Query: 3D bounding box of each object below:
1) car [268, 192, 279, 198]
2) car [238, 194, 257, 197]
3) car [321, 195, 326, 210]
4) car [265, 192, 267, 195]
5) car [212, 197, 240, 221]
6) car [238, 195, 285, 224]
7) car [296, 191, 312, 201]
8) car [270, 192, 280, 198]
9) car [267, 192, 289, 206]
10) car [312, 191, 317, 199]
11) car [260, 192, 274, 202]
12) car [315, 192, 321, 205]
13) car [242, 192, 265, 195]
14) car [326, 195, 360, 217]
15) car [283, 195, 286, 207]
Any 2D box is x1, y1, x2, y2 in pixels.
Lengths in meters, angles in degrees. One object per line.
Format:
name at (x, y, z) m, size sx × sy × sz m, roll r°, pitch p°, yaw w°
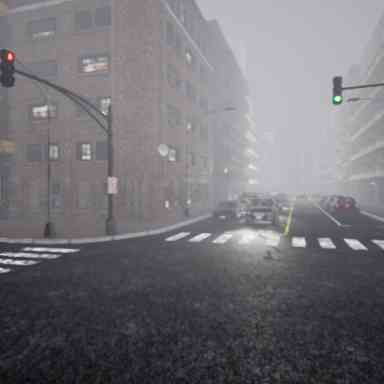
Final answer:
car at (17.942, 0.662, 73.102) m, size 2.008 × 1.369 × 4.403 m, roll 0°, pitch 1°, yaw 17°
car at (4.349, 1.163, 29.548) m, size 1.752 × 1.417 × 4.829 m, roll 0°, pitch 1°, yaw 17°
car at (14.093, 1.026, 32.639) m, size 1.967 × 1.590 × 4.097 m, roll 0°, pitch 1°, yaw 17°
car at (7.735, 1.029, 40.396) m, size 1.752 × 1.417 × 4.829 m, roll 0°, pitch 1°, yaw 17°
car at (2.707, 1.268, 24.287) m, size 1.947 × 1.339 × 4.313 m, roll 0°, pitch 1°, yaw 17°
car at (4.720, 1.218, 22.013) m, size 2.128 × 1.511 × 4.902 m, roll 0°, pitch 1°, yaw 18°
car at (19.624, 0.759, 59.244) m, size 2.128 × 1.511 × 4.902 m, roll 0°, pitch 1°, yaw 17°
car at (19.635, 0.598, 78.527) m, size 2.008 × 1.369 × 4.403 m, roll 0°, pitch 1°, yaw 17°
car at (10.466, 1.064, 40.414) m, size 1.994 × 1.385 × 4.181 m, roll 0°, pitch 1°, yaw 17°
car at (24.250, 0.744, 65.184) m, size 2.008 × 1.369 × 4.403 m, roll 0°, pitch 1°, yaw 17°
car at (12.864, 0.745, 56.830) m, size 1.967 × 1.590 × 4.097 m, roll 0°, pitch 1°, yaw 17°
car at (17.479, 1.035, 43.488) m, size 1.802 × 1.307 × 4.206 m, roll 0°, pitch 1°, yaw 17°
car at (6.092, 0.883, 35.132) m, size 2.192 × 1.841 × 5.009 m, roll 0°, pitch 1°, yaw 17°
car at (12.400, 1.093, 27.215) m, size 1.967 × 1.590 × 4.097 m, roll 0°, pitch 1°, yaw 17°
car at (7.483, 1.217, 30.893) m, size 1.895 × 1.301 × 4.718 m, roll 0°, pitch 1°, yaw 17°
